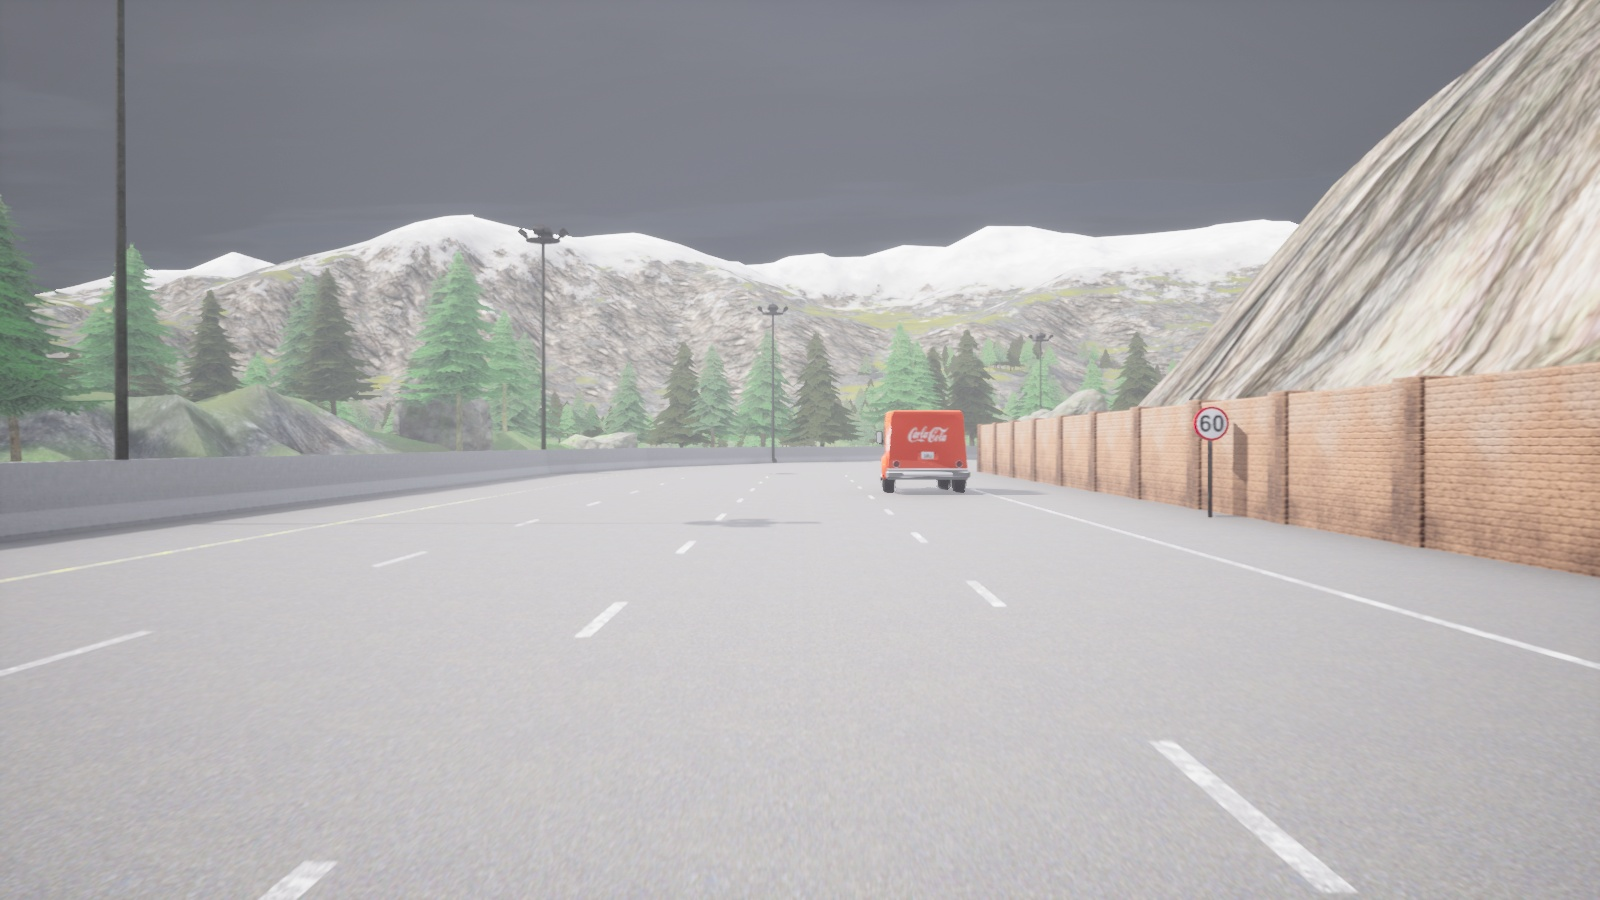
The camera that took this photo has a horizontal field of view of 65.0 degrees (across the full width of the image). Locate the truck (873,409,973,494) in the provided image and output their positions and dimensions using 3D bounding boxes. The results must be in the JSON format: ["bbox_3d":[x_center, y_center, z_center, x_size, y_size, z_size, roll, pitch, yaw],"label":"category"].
[{"bbox_3d":[3.732,0.041,39.149,2.627,2.467,5.204,0,0,0],"label":"truck"}]
